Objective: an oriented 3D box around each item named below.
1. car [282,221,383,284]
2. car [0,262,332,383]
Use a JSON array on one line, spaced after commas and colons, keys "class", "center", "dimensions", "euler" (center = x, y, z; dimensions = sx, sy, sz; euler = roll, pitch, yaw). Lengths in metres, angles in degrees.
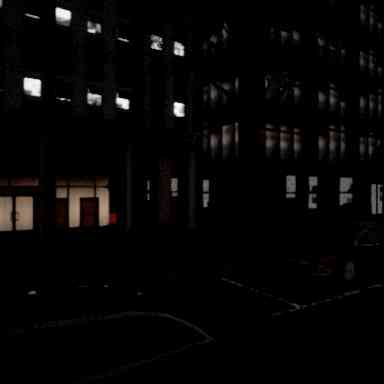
[{"class": "car", "center": [4.416, 1.517, 9.320], "dimensions": [4.403, 1.369, 2.008], "euler": [0, 0, -33]}, {"class": "car", "center": [-1.465, 1.470, 2.394], "dimensions": [4.902, 1.511, 2.128], "euler": [0, 0, -33]}]
